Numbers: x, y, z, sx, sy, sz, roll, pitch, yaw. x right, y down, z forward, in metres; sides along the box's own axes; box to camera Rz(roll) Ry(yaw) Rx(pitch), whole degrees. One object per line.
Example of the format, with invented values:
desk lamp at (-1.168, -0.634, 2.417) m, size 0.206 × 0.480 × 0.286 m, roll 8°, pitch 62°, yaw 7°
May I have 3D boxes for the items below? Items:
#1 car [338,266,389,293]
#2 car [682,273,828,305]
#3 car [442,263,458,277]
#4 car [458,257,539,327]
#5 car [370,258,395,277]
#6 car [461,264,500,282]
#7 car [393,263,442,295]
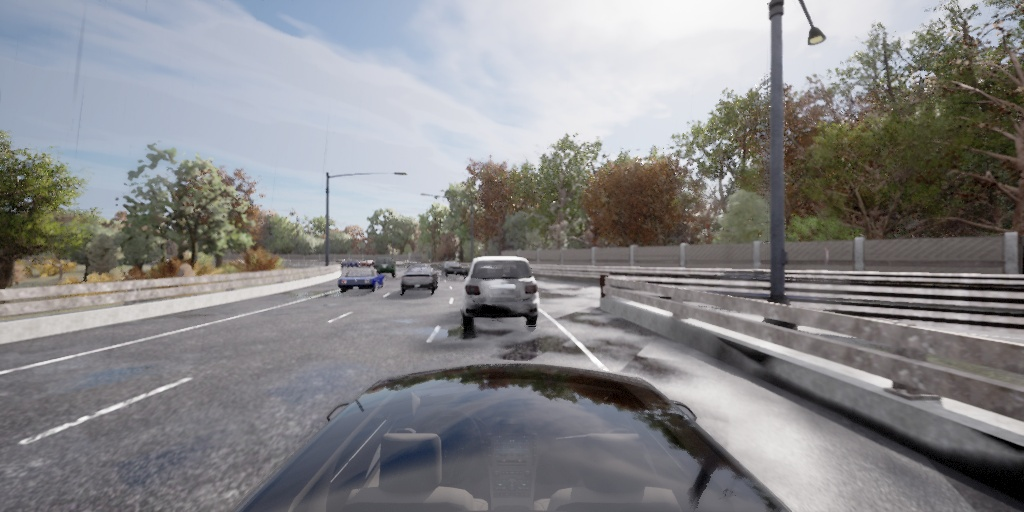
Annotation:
car at (-9.067, 1.477, 22.004) m, size 1.895 × 1.301 × 4.718 m, roll 0°, pitch 0°, yaw -11°
car at (9.174, 1.383, 14.514) m, size 2.033 × 1.411 × 5.357 m, roll 0°, pitch -1°, yaw -44°
car at (-6.693, 1.485, 39.380) m, size 1.837 × 1.490 × 4.892 m, roll 0°, pitch 0°, yaw -19°
car at (-0.510, 1.036, 11.969) m, size 2.150 × 2.045 × 5.566 m, roll 0°, pitch 0°, yaw -6°
car at (-13.830, 1.200, 38.708) m, size 2.150 × 2.045 × 5.566 m, roll 0°, pitch 0°, yaw -21°
car at (-2.964, 1.466, 32.779) m, size 1.812 × 1.442 × 4.674 m, roll 0°, pitch 0°, yaw -29°
car at (-5.357, 1.360, 20.998) m, size 2.128 × 1.511 × 4.902 m, roll 0°, pitch 0°, yaw -10°
